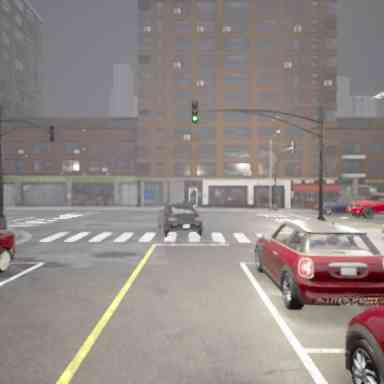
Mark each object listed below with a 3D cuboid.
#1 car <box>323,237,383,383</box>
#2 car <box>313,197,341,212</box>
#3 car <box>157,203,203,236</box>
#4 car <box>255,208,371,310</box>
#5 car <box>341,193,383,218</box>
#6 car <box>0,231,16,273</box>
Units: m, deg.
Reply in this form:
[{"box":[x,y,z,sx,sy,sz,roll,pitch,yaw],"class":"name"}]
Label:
[{"box":[2.676,1.418,2.147,1.967,1.590,4.097,1,1,0],"class":"car"},{"box":[13.461,1.220,30.293,4.553,1.767,2.097,0,0,0],"class":"car"},{"box":[-0.677,1.306,17.107,1.812,1.442,4.674,0,1,-11],"class":"car"},{"box":[2.676,1.365,7.629,1.967,1.590,4.097,1,1,0],"class":"car"},{"box":[15.576,1.107,27.030,5.566,2.045,2.150,1,0,0],"class":"car"},{"box":[-5.850,1.470,7.631,1.887,1.381,4.507,1,1,0],"class":"car"}]
